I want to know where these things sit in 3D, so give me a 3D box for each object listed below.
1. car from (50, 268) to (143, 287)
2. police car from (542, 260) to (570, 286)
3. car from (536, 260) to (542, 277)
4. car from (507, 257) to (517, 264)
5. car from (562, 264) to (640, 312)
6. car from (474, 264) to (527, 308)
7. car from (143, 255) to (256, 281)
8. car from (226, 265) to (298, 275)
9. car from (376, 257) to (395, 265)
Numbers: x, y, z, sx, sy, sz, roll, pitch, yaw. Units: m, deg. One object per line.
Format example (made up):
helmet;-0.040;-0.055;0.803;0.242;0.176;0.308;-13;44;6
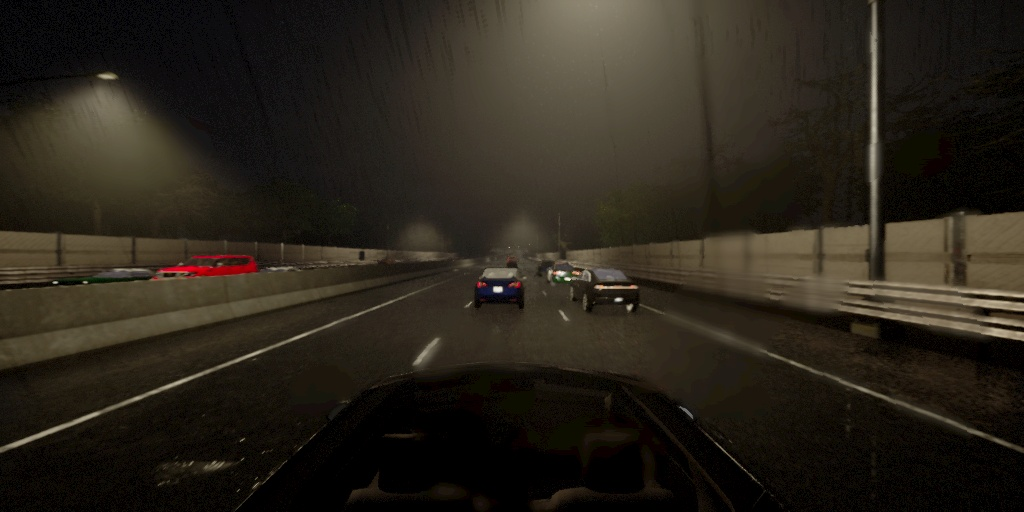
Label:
car;-21.101;1.350;19.271;1.895;1.301;4.718;0;0;0
police car;3.493;1.262;25.210;2.038;1.542;4.974;0;0;0
car;3.490;1.200;36.212;2.033;1.649;4.856;0;0;0
car;0.007;1.344;61.831;1.812;1.442;4.674;0;0;0
car;3.496;1.242;14.206;2.128;1.511;4.902;0;0;0
car;-0.415;1.254;15.356;2.163;1.488;4.792;0;0;2
car;-17.600;0.974;21.071;2.150;2.045;5.566;0;0;0
car;-14.102;1.352;21.385;1.895;1.301;4.718;0;0;0
car;-21.018;0.952;59.811;1.812;1.442;4.674;0;0;0
